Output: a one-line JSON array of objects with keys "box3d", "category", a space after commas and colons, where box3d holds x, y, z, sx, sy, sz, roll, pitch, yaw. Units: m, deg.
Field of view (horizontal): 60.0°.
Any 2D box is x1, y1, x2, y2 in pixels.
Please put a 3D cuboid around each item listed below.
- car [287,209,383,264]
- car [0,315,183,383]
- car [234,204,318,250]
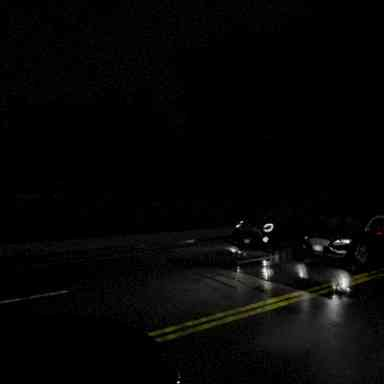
[{"box3d": [5.965, 1.508, 11.933, 4.902, 1.511, 2.128, 0, 0, -35], "category": "car"}, {"box3d": [-2.267, 1.491, 1.822, 4.902, 1.511, 2.128, 0, 0, -35], "category": "car"}, {"box3d": [4.006, 1.369, 14.527, 4.553, 1.767, 2.097, 0, 0, -35], "category": "car"}]
